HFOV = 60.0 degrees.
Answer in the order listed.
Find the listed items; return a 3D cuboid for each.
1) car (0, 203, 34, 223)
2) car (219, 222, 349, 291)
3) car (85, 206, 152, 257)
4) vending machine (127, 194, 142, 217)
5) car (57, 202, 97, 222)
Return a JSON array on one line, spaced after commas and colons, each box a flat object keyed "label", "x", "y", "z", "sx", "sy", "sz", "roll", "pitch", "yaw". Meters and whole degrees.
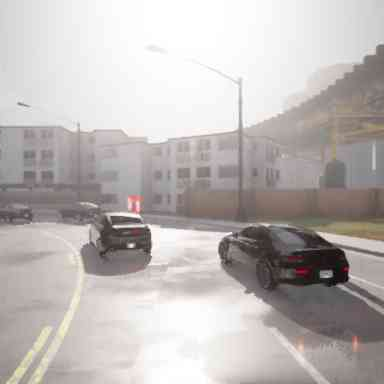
[{"label": "car", "x": -14.666, "y": 1.648, "z": 26.923, "sx": 4.674, "sy": 1.442, "sz": 1.812, "roll": 0, "pitch": 0, "yaw": 34}, {"label": "car", "x": 2.210, "y": 1.535, "z": 9.090, "sx": 1.812, "sy": 1.442, "sz": 4.674, "roll": 0, "pitch": 0, "yaw": -14}, {"label": "car", "x": -2.984, "y": 1.547, "z": 13.372, "sx": 1.837, "sy": 1.490, "sz": 4.892, "roll": 1, "pitch": 0, "yaw": -23}, {"label": "vending machine", "x": -5.535, "y": 1.287, "z": 31.880, "sx": 0.880, "sy": 2.100, "sz": 1.100, "roll": 0, "pitch": 0, "yaw": 40}, {"label": "car", "x": -9.167, "y": 1.603, "z": 27.124, "sx": 4.892, "sy": 1.490, "sz": 1.837, "roll": 0, "pitch": -1, "yaw": 42}]
